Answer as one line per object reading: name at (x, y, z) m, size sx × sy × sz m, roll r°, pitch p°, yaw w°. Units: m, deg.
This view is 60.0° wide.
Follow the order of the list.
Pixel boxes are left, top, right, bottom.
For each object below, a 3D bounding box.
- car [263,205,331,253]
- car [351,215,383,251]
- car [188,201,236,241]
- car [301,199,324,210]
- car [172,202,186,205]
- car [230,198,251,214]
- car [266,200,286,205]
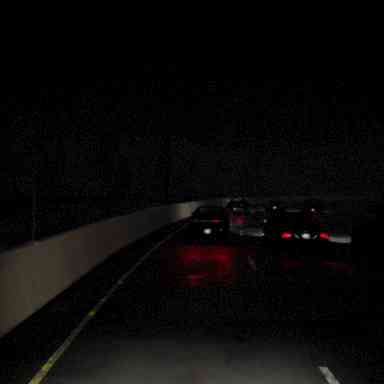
car at (4.074, 1.512, 13.647) m, size 2.033 × 1.411 × 5.357 m, roll 0°, pitch 0°, yaw 6°
car at (7.472, 1.522, 12.052) m, size 1.812 × 1.442 × 4.674 m, roll 0°, pitch 0°, yaw 5°
car at (0.946, 1.422, 16.334) m, size 2.128 × 1.511 × 4.902 m, roll 0°, pitch 0°, yaw 7°
car at (12.157, 1.434, 33.591) m, size 1.837 × 1.490 × 4.892 m, roll 0°, pitch 0°, yaw 19°
car at (-1.630, 1.335, 46.865) m, size 1.994 × 1.385 × 4.181 m, roll 1°, pitch 0°, yaw 24°
car at (4.746, 1.369, 33.468) m, size 2.128 × 1.511 × 4.902 m, roll 0°, pitch 0°, yaw 17°
car at (8.649, 1.466, 34.113) m, size 1.994 × 1.385 × 4.181 m, roll 0°, pitch 0°, yaw 19°
